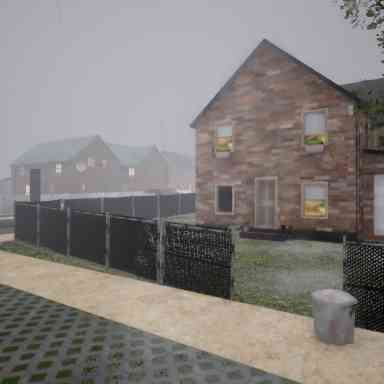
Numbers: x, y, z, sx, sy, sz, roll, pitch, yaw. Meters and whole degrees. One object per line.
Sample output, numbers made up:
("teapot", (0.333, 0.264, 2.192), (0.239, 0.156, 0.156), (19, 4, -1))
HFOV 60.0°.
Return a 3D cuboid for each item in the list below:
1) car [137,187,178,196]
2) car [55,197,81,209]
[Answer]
("car", (-3.595, 0.552, 34.190), (2.150, 2.045, 5.566), (0, 2, 34))
("car", (-9.599, 1.117, 25.170), (1.812, 1.442, 4.674), (0, 1, 34))
